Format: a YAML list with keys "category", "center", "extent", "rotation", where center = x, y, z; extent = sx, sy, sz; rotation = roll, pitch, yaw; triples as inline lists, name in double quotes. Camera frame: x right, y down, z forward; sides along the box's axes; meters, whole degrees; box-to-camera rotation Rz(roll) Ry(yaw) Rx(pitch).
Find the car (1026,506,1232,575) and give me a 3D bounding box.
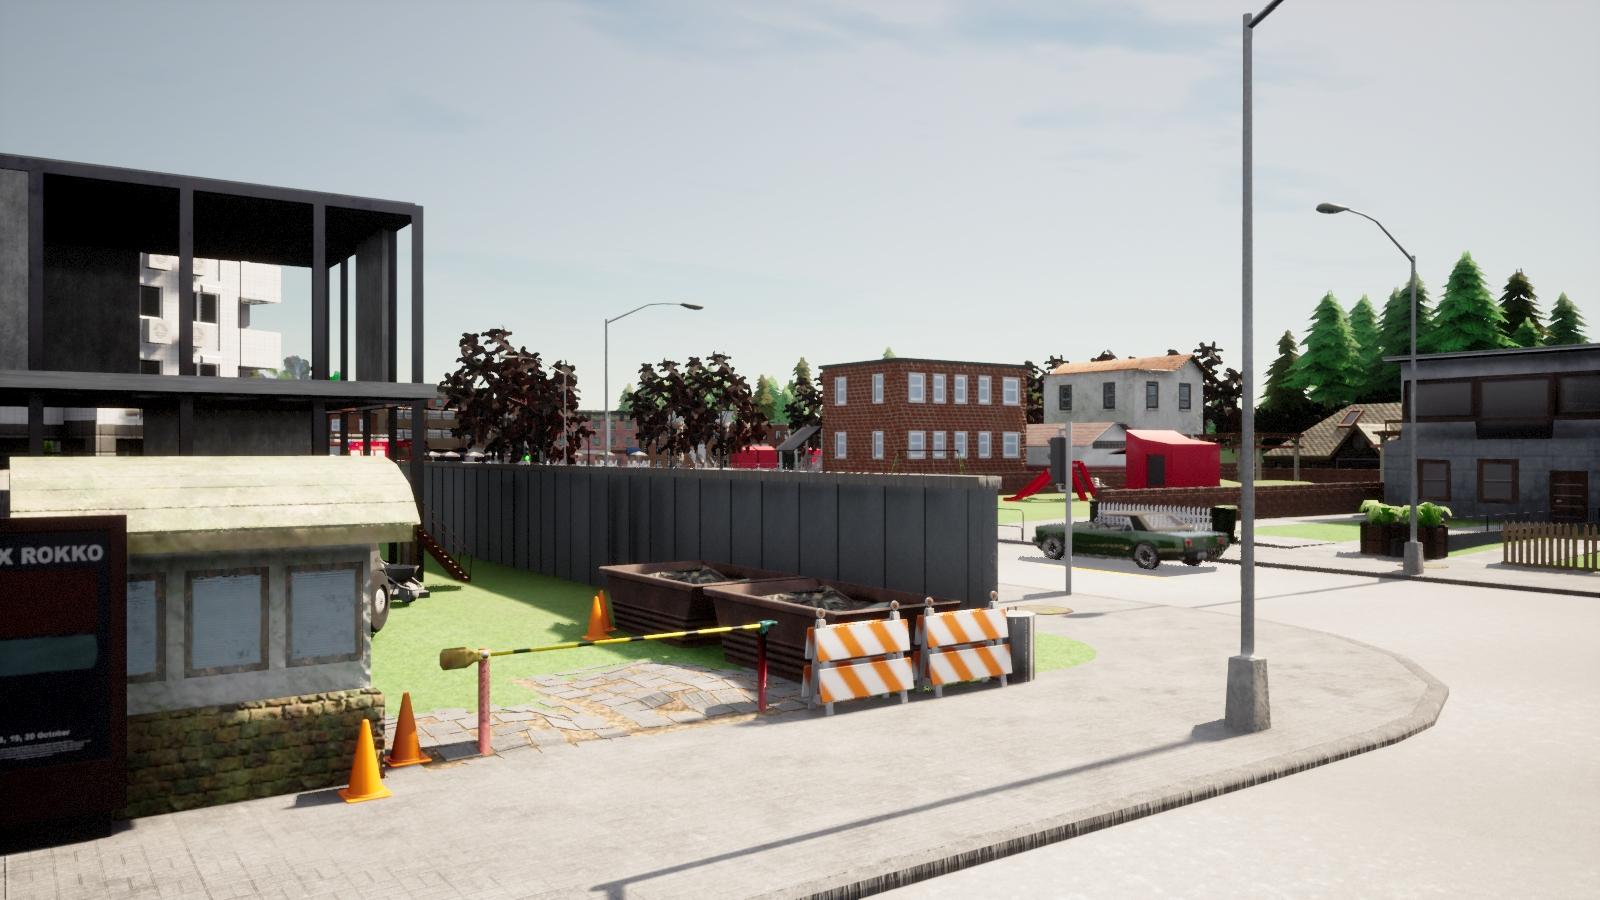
- category: "car"
  center: [7.972, 2.146, 28.086]
  extent: [1.895, 1.301, 4.718]
  rotation: [0, 0, -35]
